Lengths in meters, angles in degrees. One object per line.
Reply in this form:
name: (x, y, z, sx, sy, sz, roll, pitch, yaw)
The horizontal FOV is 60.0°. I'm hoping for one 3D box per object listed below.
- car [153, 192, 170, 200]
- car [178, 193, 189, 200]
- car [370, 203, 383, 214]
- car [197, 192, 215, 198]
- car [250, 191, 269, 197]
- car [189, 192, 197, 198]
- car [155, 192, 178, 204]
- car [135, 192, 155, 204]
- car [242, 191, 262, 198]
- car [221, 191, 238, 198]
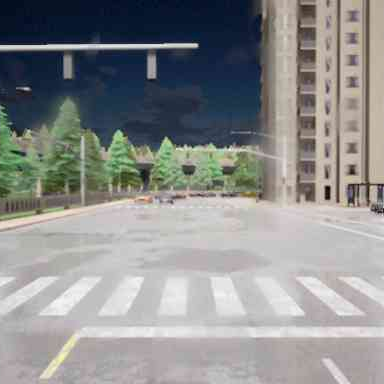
car: (-5.839, 0.726, 64.653, 1.837, 1.490, 4.892, 0, 1, 12)
car: (-2.561, 0.843, 63.090, 1.895, 1.301, 4.718, 0, 1, 12)
car: (17.878, 1.218, 28.417, 4.892, 1.490, 1.837, 0, 1, -1)
car: (3.679, 0.631, 76.601, 1.994, 1.385, 4.181, 0, 1, 34)
car: (16.714, 0.559, 82.772, 4.181, 1.385, 1.994, 0, 1, -24)
car: (0.923, 0.649, 78.775, 1.895, 1.301, 4.718, 0, 1, 34)
car: (-3.538, 0.931, 46.562, 2.128, 1.511, 4.902, 0, 1, 0)
car: (-7.013, 0.769, 48.535, 2.097, 1.767, 4.553, 0, 1, 1)
car: (13.624, 0.557, 76.725, 5.008, 1.535, 1.882, -1, 1, -37)
car: (8.611, 0.601, 76.919, 4.674, 1.442, 1.812, -1, 1, -42)
